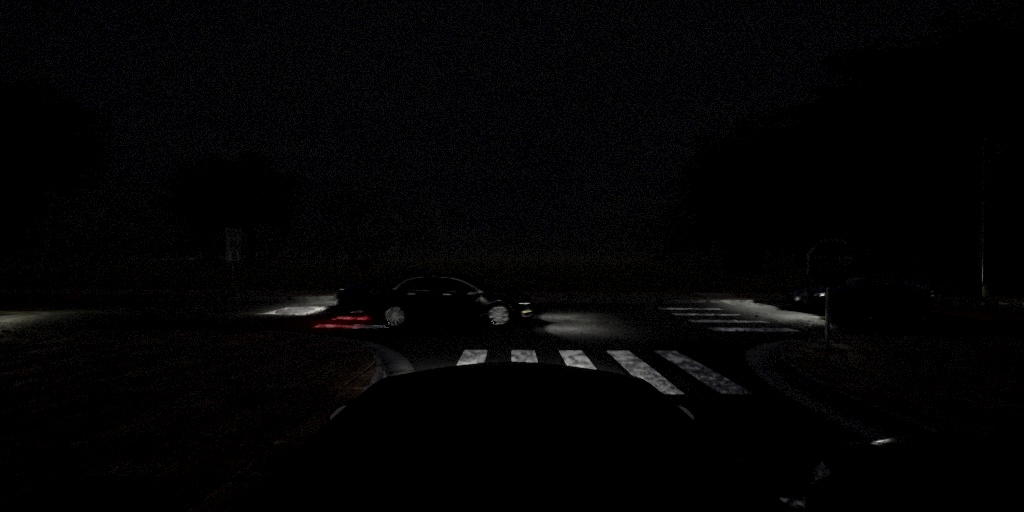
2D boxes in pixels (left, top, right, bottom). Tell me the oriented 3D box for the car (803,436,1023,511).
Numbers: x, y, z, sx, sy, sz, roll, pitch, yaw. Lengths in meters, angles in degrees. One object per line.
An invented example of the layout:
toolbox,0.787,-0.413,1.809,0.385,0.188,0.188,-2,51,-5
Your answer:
car,2.638,1.301,0.407,2.007,1.370,4.403,0,0,0

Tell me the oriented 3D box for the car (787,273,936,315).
car,13.250,1.377,13.707,4.674,1.442,1.812,1,1,0

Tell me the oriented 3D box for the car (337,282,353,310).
car,-4.172,1.224,13.688,4.674,1.442,1.812,0,1,0

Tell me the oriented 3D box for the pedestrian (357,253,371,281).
pedestrian,-6.889,0.754,16.582,0.375,1.860,0.375,0,1,0

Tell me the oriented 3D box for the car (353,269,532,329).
car,-1.847,1.260,10.747,4.892,1.490,1.837,0,0,0
